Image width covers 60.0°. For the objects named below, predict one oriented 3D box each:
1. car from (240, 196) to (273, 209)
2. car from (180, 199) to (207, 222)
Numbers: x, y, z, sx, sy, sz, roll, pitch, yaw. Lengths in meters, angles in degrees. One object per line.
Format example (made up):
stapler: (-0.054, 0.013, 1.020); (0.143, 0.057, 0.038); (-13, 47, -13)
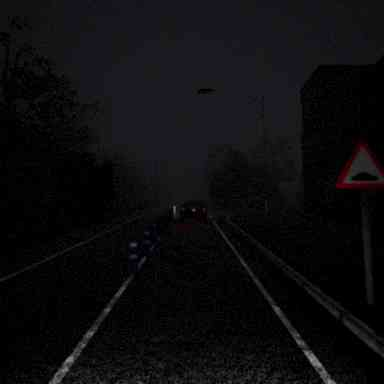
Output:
car: (8.026, 1.317, 40.978); (5.008, 1.535, 1.882); (1, -6, -43)
car: (0.127, 1.367, 26.876); (2.097, 1.767, 4.553); (0, 0, 0)
